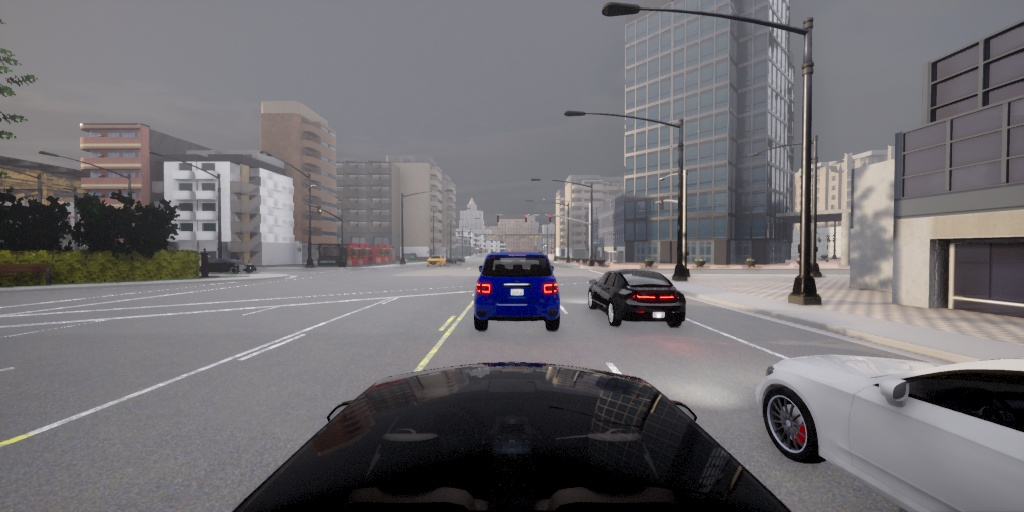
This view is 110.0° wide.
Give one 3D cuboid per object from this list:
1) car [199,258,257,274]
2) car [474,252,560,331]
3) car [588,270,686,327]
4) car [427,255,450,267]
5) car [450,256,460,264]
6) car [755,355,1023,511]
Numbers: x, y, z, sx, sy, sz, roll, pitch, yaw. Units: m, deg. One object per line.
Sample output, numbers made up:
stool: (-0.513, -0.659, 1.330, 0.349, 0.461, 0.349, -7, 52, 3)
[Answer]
car: (-25.497, 0.906, 32.246, 4.181, 1.385, 1.994, 0, 1, 1)
car: (0.134, 0.885, 10.846, 2.150, 2.045, 5.566, 0, 1, 0)
car: (3.646, 1.166, 11.210, 1.837, 1.490, 4.892, 0, 1, 1)
car: (-10.348, 0.630, 49.441, 1.882, 1.535, 5.008, 0, 0, 1)
car: (-10.299, 0.704, 58.874, 1.895, 1.301, 4.718, 0, 0, 1)
car: (3.599, 1.274, 1.996, 1.812, 1.442, 4.674, 0, 0, 0)
